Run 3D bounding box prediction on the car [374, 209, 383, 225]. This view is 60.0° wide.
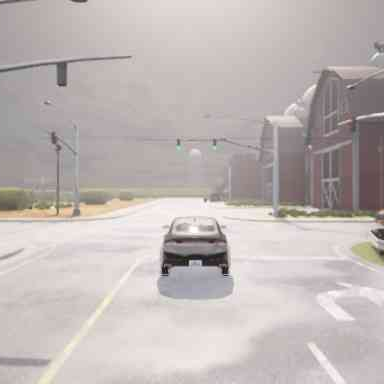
[{"bbox_3d":[14.550,1.367,21.861,4.553,1.767,2.097,0,0,1],"label":"car"}]

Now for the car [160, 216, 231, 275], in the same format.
[{"bbox_3d":[0.086,1.486,10.400,2.128,1.511,4.902,0,0,0],"label":"car"}]

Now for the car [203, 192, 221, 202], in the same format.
[{"bbox_3d":[4.151,1.108,68.040,1.905,1.878,3.866,-8,3,-42],"label":"car"}]
